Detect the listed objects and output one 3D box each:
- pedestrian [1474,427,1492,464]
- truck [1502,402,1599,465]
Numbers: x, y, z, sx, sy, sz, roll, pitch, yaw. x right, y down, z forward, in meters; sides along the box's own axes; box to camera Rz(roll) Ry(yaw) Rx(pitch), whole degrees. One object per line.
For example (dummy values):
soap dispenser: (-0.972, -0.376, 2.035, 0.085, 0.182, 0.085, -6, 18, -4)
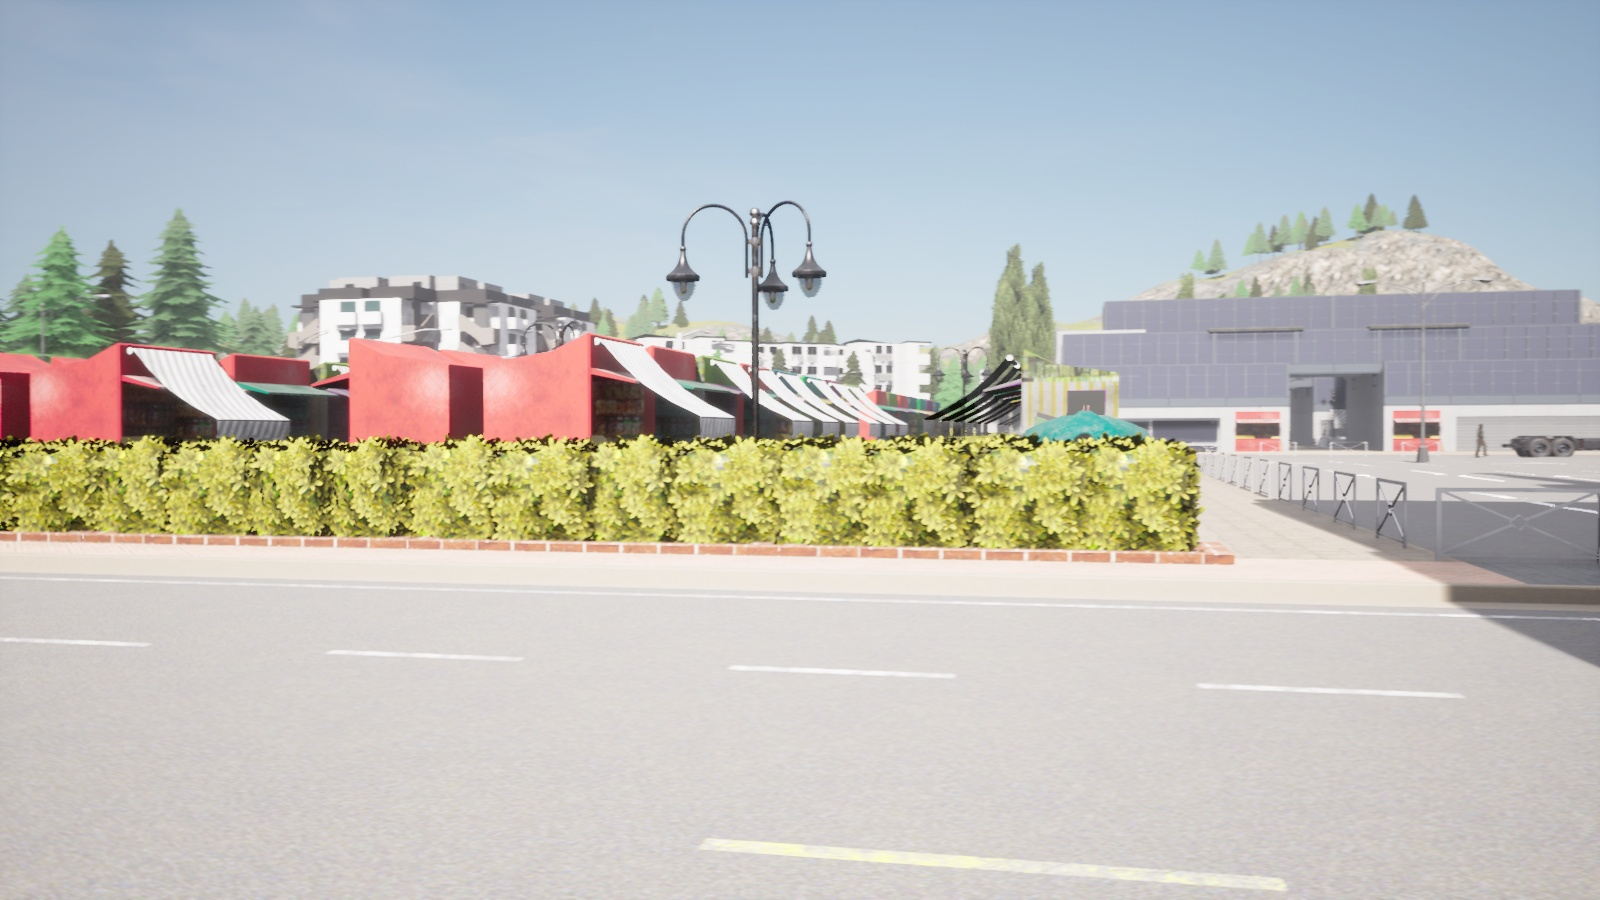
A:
pedestrian: (36.277, -0.248, 66.692, 0.395, 1.930, 0.692, 0, 1, -28)
truck: (44.340, -0.909, 70.639, 7.936, 3.462, 2.891, 0, 1, 14)
